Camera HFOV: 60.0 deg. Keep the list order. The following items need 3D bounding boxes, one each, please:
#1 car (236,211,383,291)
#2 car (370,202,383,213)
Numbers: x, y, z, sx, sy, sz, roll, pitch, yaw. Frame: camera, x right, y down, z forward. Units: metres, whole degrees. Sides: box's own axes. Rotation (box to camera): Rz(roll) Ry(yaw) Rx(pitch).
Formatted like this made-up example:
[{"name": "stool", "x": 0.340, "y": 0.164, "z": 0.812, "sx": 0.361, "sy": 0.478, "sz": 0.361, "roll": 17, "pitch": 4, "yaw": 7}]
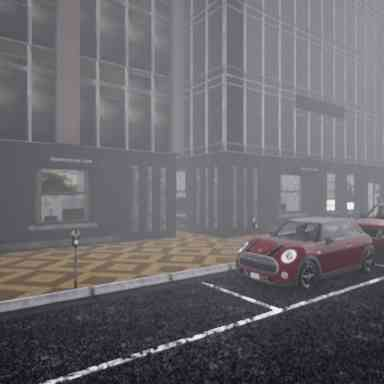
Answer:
[{"name": "car", "x": 3.091, "y": 1.432, "z": 8.938, "sx": 4.097, "sy": 1.590, "sz": 1.967, "roll": 0, "pitch": 0, "yaw": -35}, {"name": "car", "x": 7.618, "y": 1.298, "z": 12.164, "sx": 5.009, "sy": 1.841, "sz": 2.192, "roll": 0, "pitch": 0, "yaw": -35}]
